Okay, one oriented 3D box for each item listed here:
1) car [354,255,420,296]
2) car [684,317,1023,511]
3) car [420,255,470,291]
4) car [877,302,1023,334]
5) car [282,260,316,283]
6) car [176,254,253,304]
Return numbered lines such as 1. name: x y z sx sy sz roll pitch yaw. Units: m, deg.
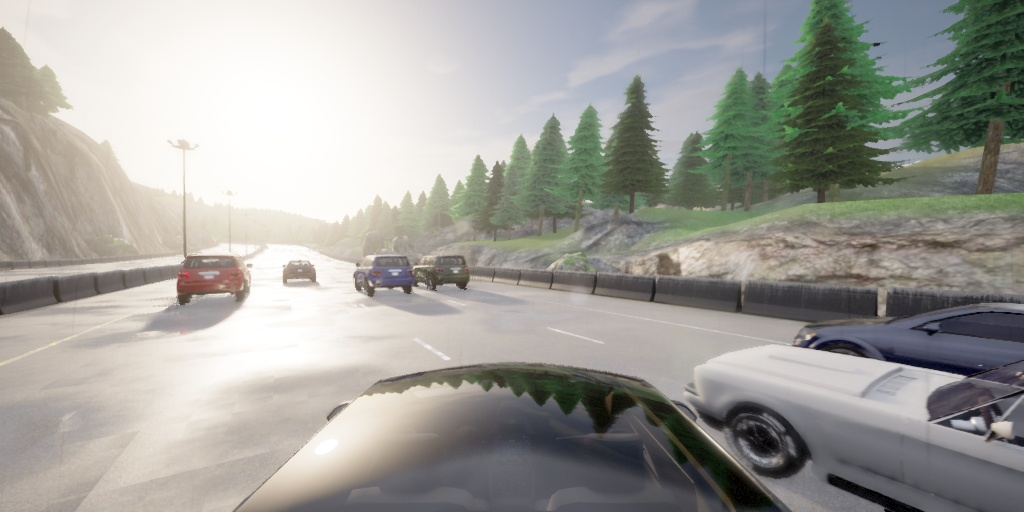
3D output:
1. car: -7.053 0.943 19.442 2.150 2.045 5.566 0 0 -33
2. car: 3.813 1.357 2.442 1.895 1.301 4.718 0 0 -33
3. car: -4.558 0.946 22.014 2.150 2.045 5.566 0 0 -33
4. car: 6.449 1.322 4.817 1.994 1.385 4.181 0 0 -33
5. car: -16.196 1.051 27.247 2.097 1.767 4.553 0 0 -33
6. car: -13.458 0.934 16.465 2.150 2.045 5.566 0 0 -33
